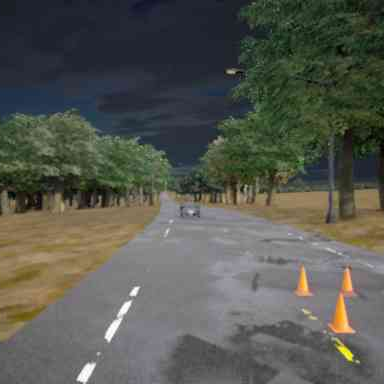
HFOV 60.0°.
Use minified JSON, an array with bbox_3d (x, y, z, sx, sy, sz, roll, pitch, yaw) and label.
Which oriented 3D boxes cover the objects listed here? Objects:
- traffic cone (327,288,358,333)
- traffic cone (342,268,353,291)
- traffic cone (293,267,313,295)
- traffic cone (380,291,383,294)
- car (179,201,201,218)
[{"bbox_3d":[2.500,2.000,5.592,0.340,0.580,0.340,1,0,1],"label":"traffic cone"},{"bbox_3d":[3.533,2.021,7.575,0.340,0.580,0.340,1,0,1],"label":"traffic cone"},{"bbox_3d":[2.533,2.012,7.591,0.340,0.580,0.340,1,0,1],"label":"traffic cone"},{"bbox_3d":[4.533,2.031,7.559,0.340,0.580,0.340,1,0,1],"label":"traffic cone"},{"bbox_3d":[-0.213,1.668,31.994,2.128,1.511,4.902,1,0,-3],"label":"car"}]
